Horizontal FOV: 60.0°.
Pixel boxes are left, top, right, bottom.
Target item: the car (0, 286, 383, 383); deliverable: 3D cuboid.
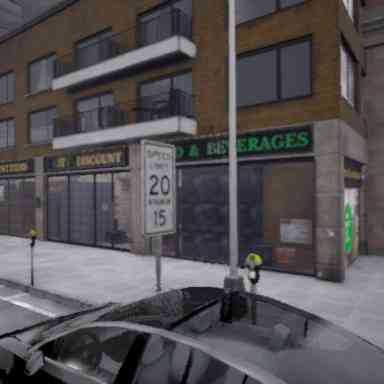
[{"bbox_3d":[-0.222,1.580,2.969,4.313,1.339,1.947,-1,0,36],"label":"car"}]
